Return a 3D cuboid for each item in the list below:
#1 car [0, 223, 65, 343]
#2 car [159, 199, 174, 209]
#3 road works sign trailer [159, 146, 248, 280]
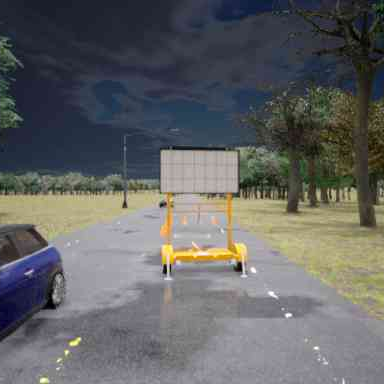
[{"bbox_3d":[-3.597,1.349,4.795,2.097,1.767,4.553,0,0,0],"label":"car"},{"bbox_3d":[-3.578,1.626,46.719,1.895,1.301,4.718,0,0,0],"label":"car"},{"bbox_3d":[0.200,0.459,10.005,2.380,3.560,2.880,0,0,-8],"label":"road works sign trailer"}]
